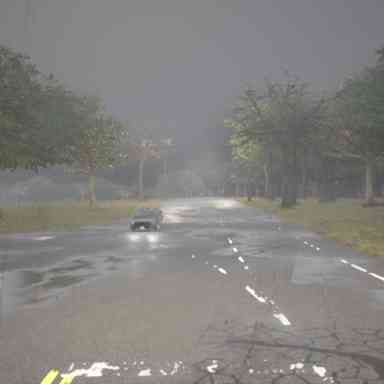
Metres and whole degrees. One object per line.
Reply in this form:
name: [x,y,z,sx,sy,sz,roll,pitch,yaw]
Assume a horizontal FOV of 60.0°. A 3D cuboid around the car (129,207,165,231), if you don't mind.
car: [-3.074,1.804,23.778,2.033,1.411,5.357,-2,2,2]
